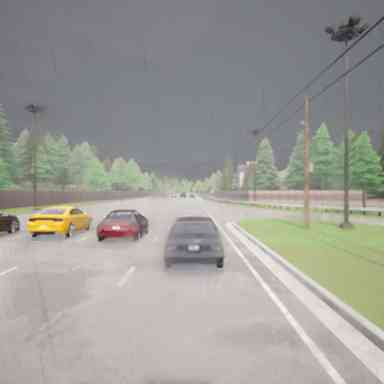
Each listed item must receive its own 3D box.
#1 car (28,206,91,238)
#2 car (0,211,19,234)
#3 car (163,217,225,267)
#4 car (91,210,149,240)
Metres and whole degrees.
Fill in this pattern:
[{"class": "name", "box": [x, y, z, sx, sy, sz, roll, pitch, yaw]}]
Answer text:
[{"class": "car", "box": [-6.900, 1.492, 17.922, 1.882, 1.535, 5.008, 0, 0, 0]}, {"class": "car", "box": [-10.404, 1.505, 16.353, 2.128, 1.511, 4.902, 0, 0, 0]}, {"class": "car", "box": [0.072, 1.557, 11.468, 2.033, 1.411, 5.357, 0, 0, 0]}, {"class": "car", "box": [-3.402, 1.578, 16.951, 1.994, 1.385, 4.181, 0, 0, 0]}]
